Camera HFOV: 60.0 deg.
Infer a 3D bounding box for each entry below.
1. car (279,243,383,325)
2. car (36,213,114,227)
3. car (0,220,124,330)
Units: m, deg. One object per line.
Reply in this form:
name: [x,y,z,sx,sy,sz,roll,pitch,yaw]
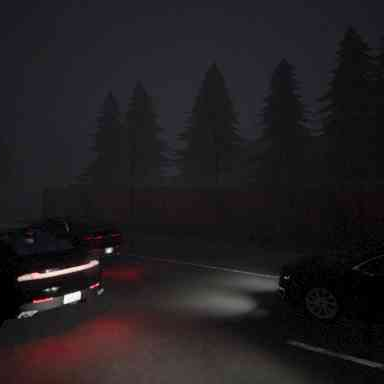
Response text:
car: [3.904,1.504,5.500,4.892,1.490,1.837,0,0,36]
car: [-4.482,1.506,11.525,4.892,1.490,1.837,0,0,36]
car: [-3.904,1.491,6.801,4.902,1.511,2.128,0,0,36]
